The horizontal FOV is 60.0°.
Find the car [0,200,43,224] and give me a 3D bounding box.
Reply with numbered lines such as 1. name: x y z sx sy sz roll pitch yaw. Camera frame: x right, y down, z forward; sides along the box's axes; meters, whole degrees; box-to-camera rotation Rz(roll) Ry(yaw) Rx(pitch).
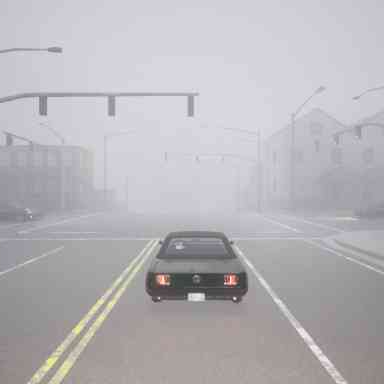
1. car: -13.310 1.382 24.087 4.553 1.767 2.097 -2 0 1

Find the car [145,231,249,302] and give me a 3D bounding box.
1. car: 0.104 1.601 8.193 1.895 1.301 4.718 0 0 0

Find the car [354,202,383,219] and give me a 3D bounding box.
1. car: 16.034 1.564 28.154 4.181 1.385 1.994 0 0 0
